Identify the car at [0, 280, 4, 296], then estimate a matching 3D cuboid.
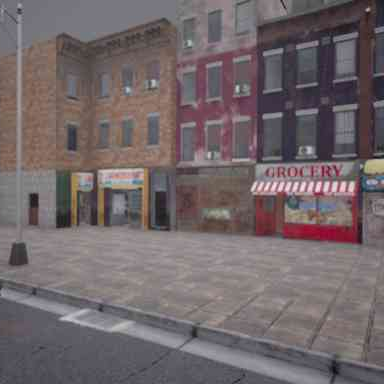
[{"bbox_3d":[-6.098,1.525,6.770,5.357,1.411,2.033,0,0,31],"label":"car"}]
